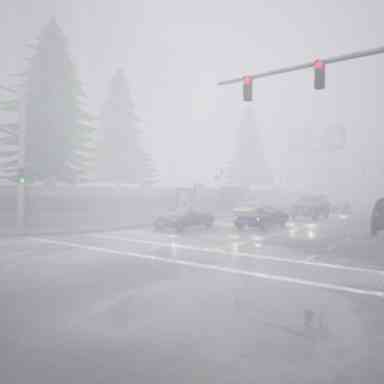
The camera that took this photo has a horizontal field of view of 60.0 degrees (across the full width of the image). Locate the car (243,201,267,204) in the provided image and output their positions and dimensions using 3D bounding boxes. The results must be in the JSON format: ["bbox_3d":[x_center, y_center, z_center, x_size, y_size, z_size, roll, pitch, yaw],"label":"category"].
[{"bbox_3d":[5.123,1.509,27.808,1.882,1.535,5.008,1,0,37],"label":"car"}]

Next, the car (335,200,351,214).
[{"bbox_3d":[16.477,1.638,37.205,1.812,1.442,4.674,1,0,37],"label":"car"}]

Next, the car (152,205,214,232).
[{"bbox_3d":[-0.371,1.523,20.376,1.812,1.442,4.674,1,0,37],"label":"car"}]

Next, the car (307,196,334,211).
[{"bbox_3d":[16.890,1.458,43.599,2.097,1.767,4.553,1,0,37],"label":"car"}]

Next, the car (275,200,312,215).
[{"bbox_3d":[10.982,1.616,35.694,2.033,1.411,5.357,1,0,37],"label":"car"}]

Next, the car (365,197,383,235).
[{"bbox_3d":[11.511,1.322,18.564,2.150,2.045,5.566,1,0,37],"label":"car"}]

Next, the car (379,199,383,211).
[{"bbox_3d":[26.442,1.690,44.441,1.837,1.490,4.892,1,0,37],"label":"car"}]

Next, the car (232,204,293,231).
[{"bbox_3d":[4.437,1.638,21.013,1.895,1.301,4.718,1,0,37],"label":"car"}]

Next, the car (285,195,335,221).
[{"bbox_3d":[10.315,1.295,28.925,2.150,2.045,5.566,1,0,37],"label":"car"}]
